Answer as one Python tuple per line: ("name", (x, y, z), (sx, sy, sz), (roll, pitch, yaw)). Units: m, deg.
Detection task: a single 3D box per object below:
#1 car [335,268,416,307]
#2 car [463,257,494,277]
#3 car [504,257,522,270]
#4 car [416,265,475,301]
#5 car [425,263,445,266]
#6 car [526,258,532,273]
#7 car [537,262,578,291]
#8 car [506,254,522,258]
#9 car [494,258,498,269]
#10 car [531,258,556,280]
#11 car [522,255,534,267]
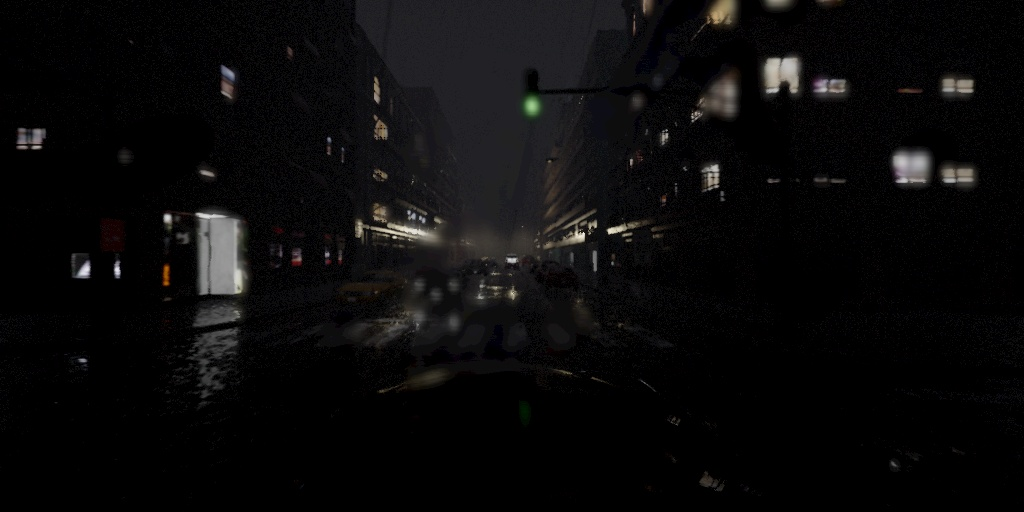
("car", (-5.691, 1.214, 15.129), (1.751, 1.417, 4.829), (0, 0, 0))
("car", (-3.098, 1.099, 33.020), (2.128, 1.511, 4.902), (0, 0, 0))
("car", (-0.004, 1.148, 46.680), (1.895, 1.301, 4.718), (0, 0, 0))
("car", (-3.098, 1.281, 16.959), (1.895, 1.301, 4.718), (0, 0, 1))
("car", (-5.693, 1.183, 26.345), (1.888, 1.381, 4.507), (0, 0, 0))
("car", (2.687, 1.170, 37.379), (1.802, 1.307, 4.207), (0, 0, 0))
("car", (2.689, 1.208, 20.809), (1.888, 1.381, 4.507), (0, 0, 0))
("car", (-0.007, 0.724, 56.688), (2.150, 2.045, 5.566), (0, 0, 0))
("car", (-3.007, 1.031, 51.242), (2.128, 1.511, 4.902), (0, 0, 0))
("car", (2.689, 1.077, 26.333), (1.967, 1.591, 4.097), (0, 0, 0))
("car", (2.685, 0.805, 59.474), (2.192, 1.841, 5.009), (0, 0, 0))
